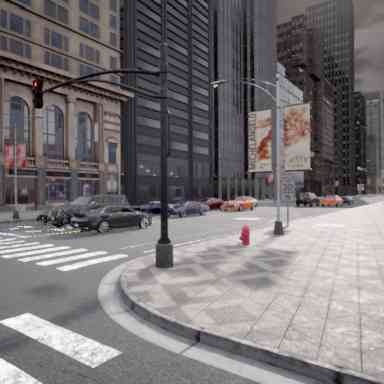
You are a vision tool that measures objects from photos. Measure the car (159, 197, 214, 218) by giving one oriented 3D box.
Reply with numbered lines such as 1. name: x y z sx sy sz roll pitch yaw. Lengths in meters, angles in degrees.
1. car: -0.510 1.483 29.919 2.033 1.411 5.357 -1 0 35

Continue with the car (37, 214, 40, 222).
1. car: -8.816 1.547 23.862 1.994 1.385 4.181 -1 0 36

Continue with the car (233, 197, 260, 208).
1. car: 7.760 1.443 47.050 1.812 1.442 4.674 -1 0 36

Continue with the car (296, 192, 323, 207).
1. car: 16.836 1.081 48.330 2.150 2.045 5.566 -1 0 36

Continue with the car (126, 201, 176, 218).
1. car: -3.738 1.562 30.991 1.895 1.301 4.718 -1 0 35

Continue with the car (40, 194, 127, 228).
1. car: -6.461 1.183 21.572 2.150 2.045 5.566 -1 0 35

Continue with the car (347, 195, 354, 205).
1. car: 25.364 1.330 54.690 1.837 1.490 4.892 -1 0 36

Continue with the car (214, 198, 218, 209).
1. car: 1.983 1.415 39.007 1.882 1.535 5.008 -1 0 36

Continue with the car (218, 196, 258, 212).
1. car: 5.412 1.263 38.188 2.097 1.767 4.553 -1 0 36

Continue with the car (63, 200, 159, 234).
1. car: -4.407 1.445 18.864 1.837 1.490 4.892 0 0 38

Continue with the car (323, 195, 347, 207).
1. car: 19.974 1.187 47.128 2.097 1.767 4.553 -1 0 36
